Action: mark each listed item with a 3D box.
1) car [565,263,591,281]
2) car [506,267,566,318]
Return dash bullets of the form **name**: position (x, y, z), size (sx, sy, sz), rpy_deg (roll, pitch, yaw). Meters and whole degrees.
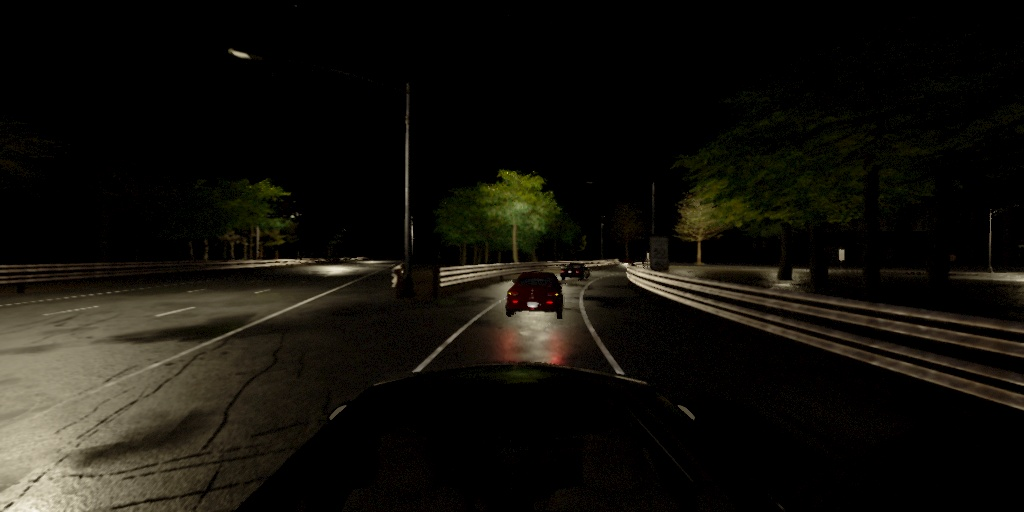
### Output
- **car**: position (5.520, 1.319, 31.007), size (2.033, 1.411, 5.357), rpy_deg (0, 0, 21)
- **car**: position (0.944, 1.290, 12.995), size (1.812, 1.442, 4.674), rpy_deg (0, 0, 8)
